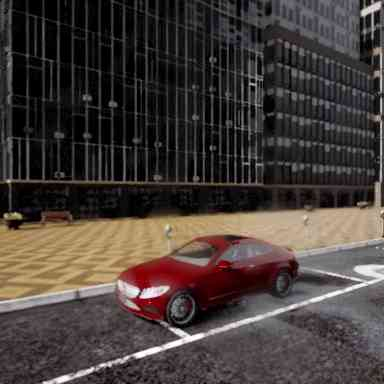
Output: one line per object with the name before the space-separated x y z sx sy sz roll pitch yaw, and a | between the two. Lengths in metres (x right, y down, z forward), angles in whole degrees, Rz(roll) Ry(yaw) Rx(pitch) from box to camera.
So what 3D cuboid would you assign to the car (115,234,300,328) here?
car | 0.518 1.584 6.938 4.206 1.307 1.802 0 0 -36
